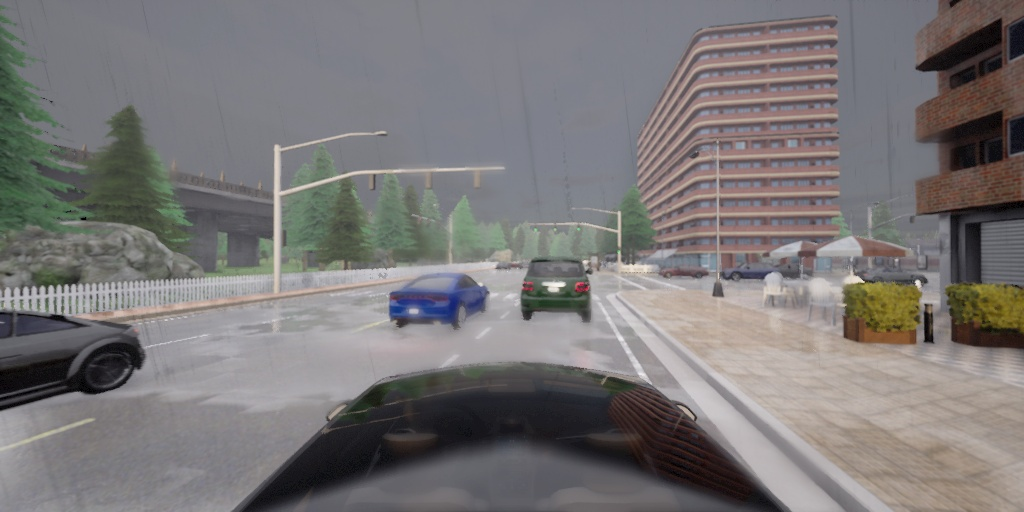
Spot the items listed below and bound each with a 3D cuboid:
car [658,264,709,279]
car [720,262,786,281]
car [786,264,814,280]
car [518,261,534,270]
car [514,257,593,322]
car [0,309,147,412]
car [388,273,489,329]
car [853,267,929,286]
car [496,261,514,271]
[{"bbox_3d":[17.429,1.556,36.544,4.674,1.442,1.812,0,0,12],"label":"car"},{"bbox_3d":[21.278,1.361,32.265,4.553,1.767,2.097,0,0,10],"label":"car"},{"bbox_3d":[26.355,1.534,34.938,4.892,1.490,1.837,0,0,10],"label":"car"},{"bbox_3d":[2.427,1.592,60.309,2.128,1.511,4.902,0,0,10],"label":"car"},{"bbox_3d":[1.686,1.042,12.848,2.150,2.045,5.566,0,0,10],"label":"car"},{"bbox_3d":[-7.067,1.321,4.046,1.994,1.385,4.181,0,0,9],"label":"car"},{"bbox_3d":[-2.090,1.285,11.639,1.882,1.535,5.008,0,0,10],"label":"car"},{"bbox_3d":[28.621,1.550,27.302,4.181,1.385,1.994,0,0,10],"label":"car"},{"bbox_3d":[-1.384,1.593,58.765,1.837,1.490,4.892,0,0,10],"label":"car"}]
